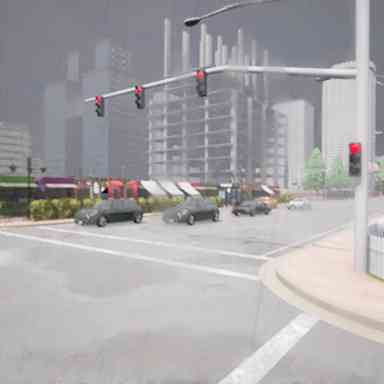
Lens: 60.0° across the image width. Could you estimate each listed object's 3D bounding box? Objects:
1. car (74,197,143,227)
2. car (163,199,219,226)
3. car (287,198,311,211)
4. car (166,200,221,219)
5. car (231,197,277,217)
[{"bbox_3d":[-5.370,1.250,21.779,2.097,1.767,4.553,0,0,37],"label":"car"},{"bbox_3d":[0.009,1.275,23.163,2.097,1.767,4.553,0,0,36],"label":"car"},{"bbox_3d":[13.249,1.461,41.045,1.812,1.442,4.674,0,0,36],"label":"car"},{"bbox_3d":[0.274,1.451,29.414,2.033,1.411,5.357,0,0,36],"label":"car"},{"bbox_3d":[5.638,1.476,30.784,2.033,1.411,5.357,0,0,36],"label":"car"}]
